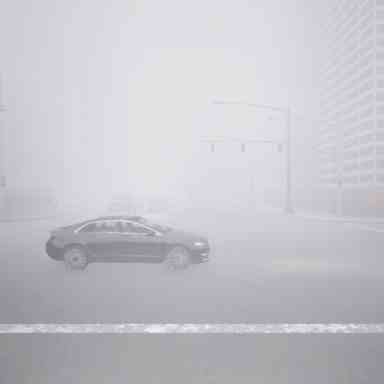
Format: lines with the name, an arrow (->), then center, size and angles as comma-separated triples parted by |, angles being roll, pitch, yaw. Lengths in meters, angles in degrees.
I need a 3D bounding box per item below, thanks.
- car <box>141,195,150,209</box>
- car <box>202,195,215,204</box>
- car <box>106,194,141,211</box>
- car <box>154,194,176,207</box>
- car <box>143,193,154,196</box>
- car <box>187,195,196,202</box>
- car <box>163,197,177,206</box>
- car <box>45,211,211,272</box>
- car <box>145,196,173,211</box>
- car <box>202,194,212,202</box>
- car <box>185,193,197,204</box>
car -> -7.195, 1.547, 44.802 | 2.033, 1.411, 5.357 | 0, 0, 0
car -> 3.459, 1.526, 64.690 | 1.812, 1.442, 4.674 | 0, 0, 0
car -> -7.156, 1.221, 34.551 | 2.150, 2.045, 5.566 | 0, 0, 2
car -> -3.695, 1.352, 46.690 | 2.097, 1.767, 4.553 | 0, 0, 0
car -> -7.206, 1.221, 55.326 | 2.150, 2.045, 5.566 | 0, 0, 0
car -> -0.158, 1.382, 74.441 | 1.994, 1.385, 4.181 | 0, 0, 0
car -> -3.707, 1.564, 56.503 | 1.994, 1.385, 4.181 | 0, 0, 0
car -> -1.895, 1.491, 10.229 | 4.902, 1.511, 2.128 | 0, 0, 0
car -> -3.680, 1.491, 37.473 | 2.128, 1.511, 4.902 | 0, 0, 0
car -> 3.345, 1.355, 74.593 | 2.097, 1.767, 4.553 | 0, 0, 0
car -> -0.135, 1.221, 63.770 | 2.150, 2.045, 5.566 | 0, 0, 0
